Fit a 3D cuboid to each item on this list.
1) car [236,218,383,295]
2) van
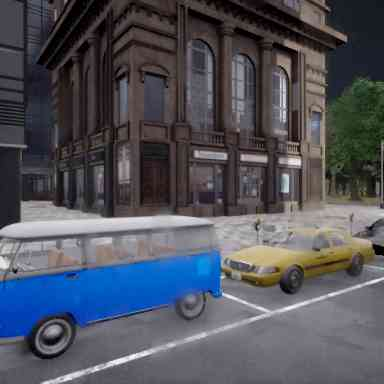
[{"bbox_3d":[2.939,1.525,8.738,4.829,1.417,1.752,0,0,-35],"label":"car"},{"bbox_3d":[-1.353,1.341,5.684,3.998,1.788,1.690,0,0,-35],"label":"van"}]
